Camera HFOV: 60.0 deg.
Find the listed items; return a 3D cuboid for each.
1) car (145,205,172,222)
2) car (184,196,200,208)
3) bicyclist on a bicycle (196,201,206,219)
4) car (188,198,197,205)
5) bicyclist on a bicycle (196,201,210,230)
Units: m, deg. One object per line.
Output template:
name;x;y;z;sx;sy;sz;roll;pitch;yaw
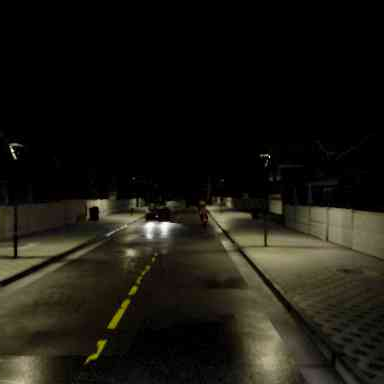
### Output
car;-2.808;1.779;28.572;1.994;1.385;4.181;0;0;0
car;0.161;1.646;55.587;2.150;2.045;5.566;0;0;0
bicyclist on a bicycle;0.834;1.674;31.501;0.866;1.612;1.509;0;0;0
car;0.102;2.061;73.896;1.837;1.490;4.892;0;0;0
bicyclist on a bicycle;0.818;1.600;21.597;0.866;1.612;1.509;0;0;0
